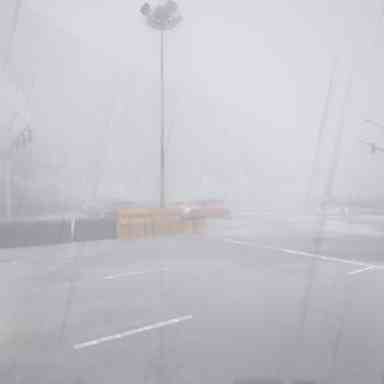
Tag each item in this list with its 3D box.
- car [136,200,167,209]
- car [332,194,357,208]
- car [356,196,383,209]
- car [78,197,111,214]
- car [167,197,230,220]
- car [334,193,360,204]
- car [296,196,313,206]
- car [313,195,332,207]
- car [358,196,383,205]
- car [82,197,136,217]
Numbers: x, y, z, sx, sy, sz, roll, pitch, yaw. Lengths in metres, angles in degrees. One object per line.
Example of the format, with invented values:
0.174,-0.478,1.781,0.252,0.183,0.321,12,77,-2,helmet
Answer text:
-1.906,1.435,28.449,5.008,1.535,1.882,0,0,-36,car
21.943,1.376,45.512,5.357,1.411,2.033,0,0,-36,car
23.289,1.358,42.167,4.674,1.442,1.812,-1,0,-36,car
-8.630,1.324,32.246,4.553,1.767,2.097,0,0,-36,car
0.738,1.307,26.037,4.553,1.767,2.097,0,0,-36,car
26.969,1.132,57.660,4.553,1.767,2.097,0,0,-35,car
18.126,1.319,51.378,4.902,1.511,2.128,0,0,-36,car
20.395,1.178,48.698,4.553,1.767,2.097,0,0,-35,car
29.833,1.339,55.399,4.181,1.385,1.994,0,0,-34,car
-6.720,1.478,29.309,4.892,1.490,1.837,0,0,-36,car
